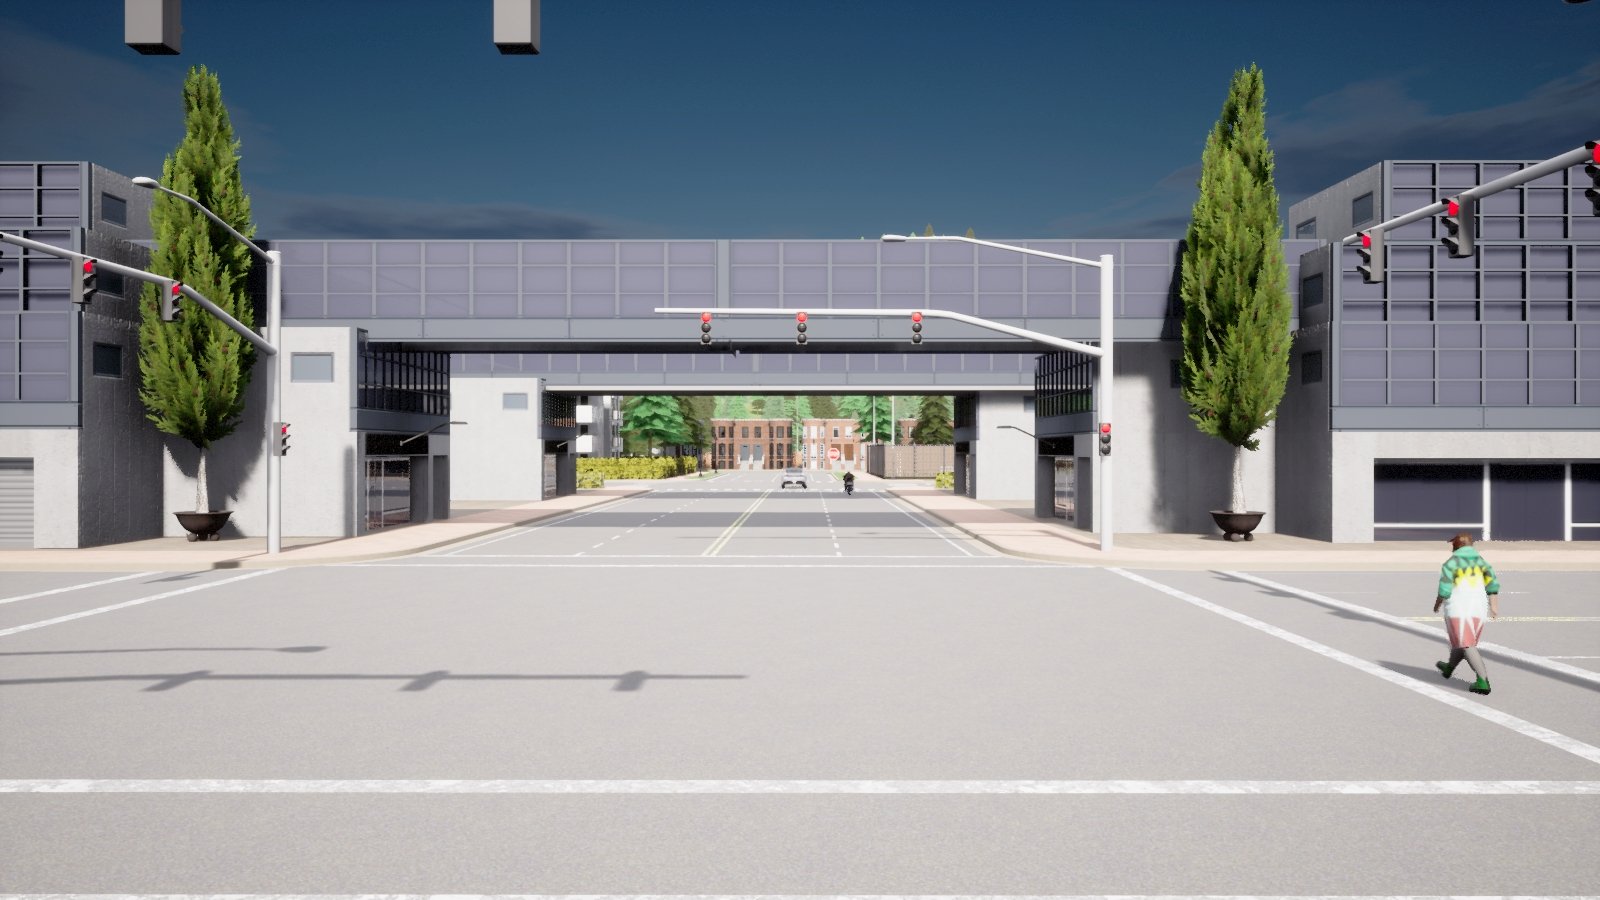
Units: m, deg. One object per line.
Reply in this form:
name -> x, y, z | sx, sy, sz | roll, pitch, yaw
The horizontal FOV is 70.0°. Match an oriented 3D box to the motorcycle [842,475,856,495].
motorcycle -> 3.089, 2.205, 72.197 | 0.867, 1.251, 2.209 | 0, 0, 0

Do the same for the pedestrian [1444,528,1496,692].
pedestrian -> 7.810, 1.848, 13.327 | 0.375, 1.860, 0.375 | 0, 0, -2
